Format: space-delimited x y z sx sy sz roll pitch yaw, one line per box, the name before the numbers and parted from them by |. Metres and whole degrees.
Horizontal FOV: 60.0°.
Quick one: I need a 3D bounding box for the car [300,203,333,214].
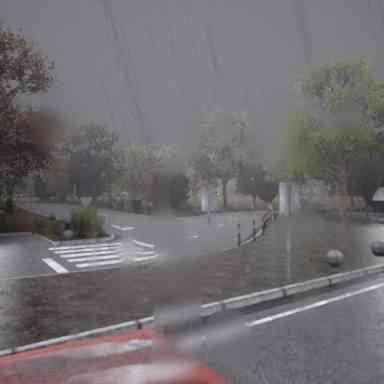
car | 15.919 2.163 44.477 5.357 1.411 2.033 1 1 10
